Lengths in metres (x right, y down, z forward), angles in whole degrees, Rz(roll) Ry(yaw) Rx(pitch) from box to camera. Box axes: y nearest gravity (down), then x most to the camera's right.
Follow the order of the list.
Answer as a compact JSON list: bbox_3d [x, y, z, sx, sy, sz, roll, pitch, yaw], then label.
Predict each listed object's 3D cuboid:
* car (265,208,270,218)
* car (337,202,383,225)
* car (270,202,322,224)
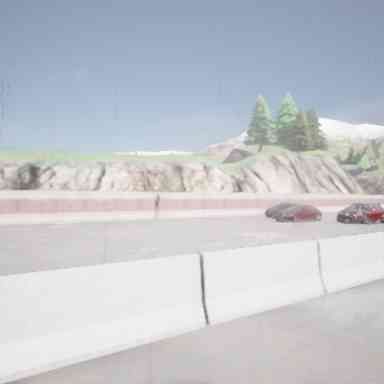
[{"bbox_3d":[9.085,1.773,31.939,4.892,1.490,1.837,1,0,-36],"label":"car"},{"bbox_3d":[13.555,1.633,26.539,4.553,1.767,2.097,1,0,-36],"label":"car"},{"bbox_3d":[8.918,1.767,27.517,4.674,1.442,1.812,1,0,-36],"label":"car"}]
